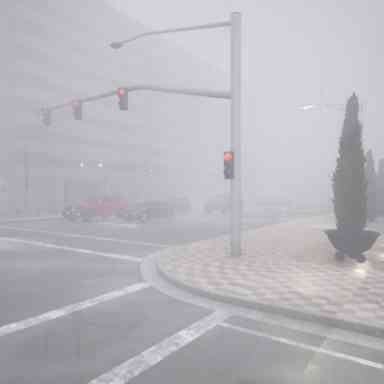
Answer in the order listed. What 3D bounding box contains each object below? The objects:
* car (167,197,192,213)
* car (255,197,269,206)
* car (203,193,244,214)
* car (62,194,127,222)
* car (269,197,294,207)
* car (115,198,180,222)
[{"bbox_3d":[-1.968,1.288,33.631,2.097,1.767,4.553,0,0,36],"label":"car"},{"bbox_3d":[11.846,1.480,52.485,2.033,1.411,5.357,0,0,36],"label":"car"},{"bbox_3d":[3.432,1.157,35.113,2.150,2.045,5.566,0,0,36],"label":"car"},{"bbox_3d":[-7.340,1.154,26.130,2.150,2.045,5.566,0,0,35],"label":"car"},{"bbox_3d":[13.531,1.460,48.885,1.812,1.442,4.674,0,0,37],"label":"car"},{"bbox_3d":[-3.313,1.439,25.756,1.837,1.490,4.892,0,0,35],"label":"car"}]
